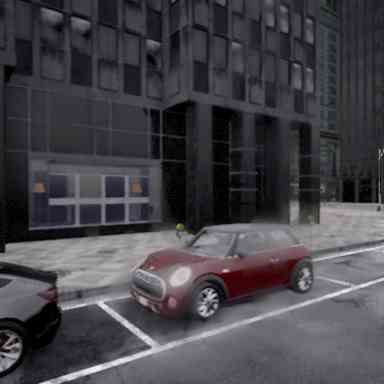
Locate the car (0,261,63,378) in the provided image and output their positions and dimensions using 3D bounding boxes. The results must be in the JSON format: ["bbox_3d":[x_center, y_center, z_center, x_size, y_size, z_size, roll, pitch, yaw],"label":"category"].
[{"bbox_3d":[-3.813,1.564,3.932,4.313,1.339,1.947,0,0,-36],"label":"car"}]

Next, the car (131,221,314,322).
[{"bbox_3d":[0.747,1.451,7.187,4.097,1.590,1.967,0,0,-36],"label":"car"}]
